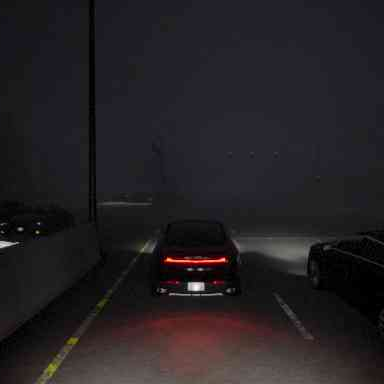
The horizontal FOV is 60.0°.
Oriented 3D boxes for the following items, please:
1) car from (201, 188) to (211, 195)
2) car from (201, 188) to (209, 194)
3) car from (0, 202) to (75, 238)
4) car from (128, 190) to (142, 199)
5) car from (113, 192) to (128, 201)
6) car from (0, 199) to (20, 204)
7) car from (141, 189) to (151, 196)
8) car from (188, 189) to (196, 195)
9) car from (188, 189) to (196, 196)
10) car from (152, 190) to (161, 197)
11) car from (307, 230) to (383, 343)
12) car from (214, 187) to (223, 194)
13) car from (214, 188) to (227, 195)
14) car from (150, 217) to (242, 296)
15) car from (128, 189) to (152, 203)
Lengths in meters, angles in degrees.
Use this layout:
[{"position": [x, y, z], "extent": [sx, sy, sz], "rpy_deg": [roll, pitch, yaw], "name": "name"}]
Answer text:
[{"position": [3.509, -0.139, 80.526], "extent": [2.097, 1.767, 4.553], "rpy_deg": [0, 1, 0], "name": "car"}, {"position": [3.512, -0.191, 90.808], "extent": [1.837, 1.490, 4.892], "rpy_deg": [0, 1, 1], "name": "car"}, {"position": [-7.097, 1.308, 15.721], "extent": [1.994, 1.385, 4.181], "rpy_deg": [0, 1, 0], "name": "car"}, {"position": [-10.557, 0.387, 61.957], "extent": [1.812, 1.442, 4.674], "rpy_deg": [0, 2, -1], "name": "car"}, {"position": [-10.590, 0.682, 50.410], "extent": [1.895, 1.301, 4.718], "rpy_deg": [0, 1, 0], "name": "car"}, {"position": [-10.598, 1.174, 18.206], "extent": [1.882, 1.535, 5.008], "rpy_deg": [0, 1, 0], "name": "car"}, {"position": [-10.491, 0.104, 76.279], "extent": [1.812, 1.442, 4.674], "rpy_deg": [0, 1, 0], "name": "car"}, {"position": [0.010, -0.102, 88.261], "extent": [2.033, 1.411, 5.357], "rpy_deg": [0, 1, 0], "name": "car"}, {"position": [0.011, 0.079, 77.957], "extent": [2.128, 1.511, 4.902], "rpy_deg": [0, 1, 0], "name": "car"}, {"position": [-7.060, 0.492, 60.349], "extent": [1.895, 1.301, 4.718], "rpy_deg": [0, 1, 0], "name": "car"}, {"position": [3.566, 1.416, 5.803], "extent": [2.128, 1.511, 4.902], "rpy_deg": [0, 1, 0], "name": "car"}, {"position": [7.010, -0.397, 88.228], "extent": [2.097, 1.767, 4.553], "rpy_deg": [0, 1, 0], "name": "car"}, {"position": [7.009, -0.115, 79.061], "extent": [2.097, 1.767, 4.553], "rpy_deg": [0, 1, 0], "name": "car"}, {"position": [0.077, 1.384, 8.313], "extent": [1.837, 1.490, 4.892], "rpy_deg": [0, 1, 0], "name": "car"}, {"position": [-7.094, 0.697, 45.701], "extent": [1.812, 1.442, 4.674], "rpy_deg": [0, 1, 0], "name": "car"}]
